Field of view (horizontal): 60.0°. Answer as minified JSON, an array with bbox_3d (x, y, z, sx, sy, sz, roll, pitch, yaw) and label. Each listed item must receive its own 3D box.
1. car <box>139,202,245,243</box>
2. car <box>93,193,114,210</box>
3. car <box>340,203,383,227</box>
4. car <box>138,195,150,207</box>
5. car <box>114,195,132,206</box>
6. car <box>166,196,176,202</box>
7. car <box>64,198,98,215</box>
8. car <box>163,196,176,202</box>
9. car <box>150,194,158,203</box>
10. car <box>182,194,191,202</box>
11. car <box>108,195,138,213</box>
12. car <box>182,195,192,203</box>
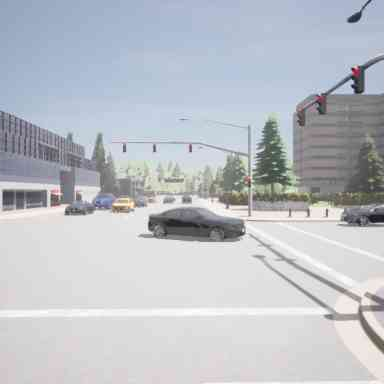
[{"bbox_3d":[0.123,1.478,16.309,5.008,1.535,1.882,0,1,29],"label":"car"},{"bbox_3d":[-11.371,1.217,42.911,2.150,2.045,5.566,0,1,-1],"label":"car"},{"bbox_3d":[12.505,1.492,22.232,4.902,1.511,2.128,0,0,-1],"label":"car"},{"bbox_3d":[-7.950,1.352,49.135,2.097,1.767,4.553,0,0,-1],"label":"car"},{"bbox_3d":[-11.528,1.351,55.808,2.097,1.767,4.553,0,0,-1],"label":"car"},{"bbox_3d":[-4.709,1.510,75.265,1.895,1.301,4.718,0,0,-1],"label":"car"},{"bbox_3d":[-11.238,1.564,33.469,1.994,1.385,4.181,0,0,-1],"label":"car"},{"bbox_3d":[-4.565,1.547,64.629,2.033,1.411,5.357,0,0,-1],"label":"car"},{"bbox_3d":[-8.105,1.354,66.905,2.097,1.767,4.553,0,0,-1],"label":"car"},{"bbox_3d":[-1.204,1.355,75.018,2.097,1.767,4.553,0,0,-1],"label":"car"},{"bbox_3d":[-7.802,1.478,37.861,1.882,1.535,5.008,0,0,-1],"label":"car"},{"bbox_3d":[-0.968,1.505,64.953,1.837,1.490,4.892,0,0,-1],"label":"car"}]
